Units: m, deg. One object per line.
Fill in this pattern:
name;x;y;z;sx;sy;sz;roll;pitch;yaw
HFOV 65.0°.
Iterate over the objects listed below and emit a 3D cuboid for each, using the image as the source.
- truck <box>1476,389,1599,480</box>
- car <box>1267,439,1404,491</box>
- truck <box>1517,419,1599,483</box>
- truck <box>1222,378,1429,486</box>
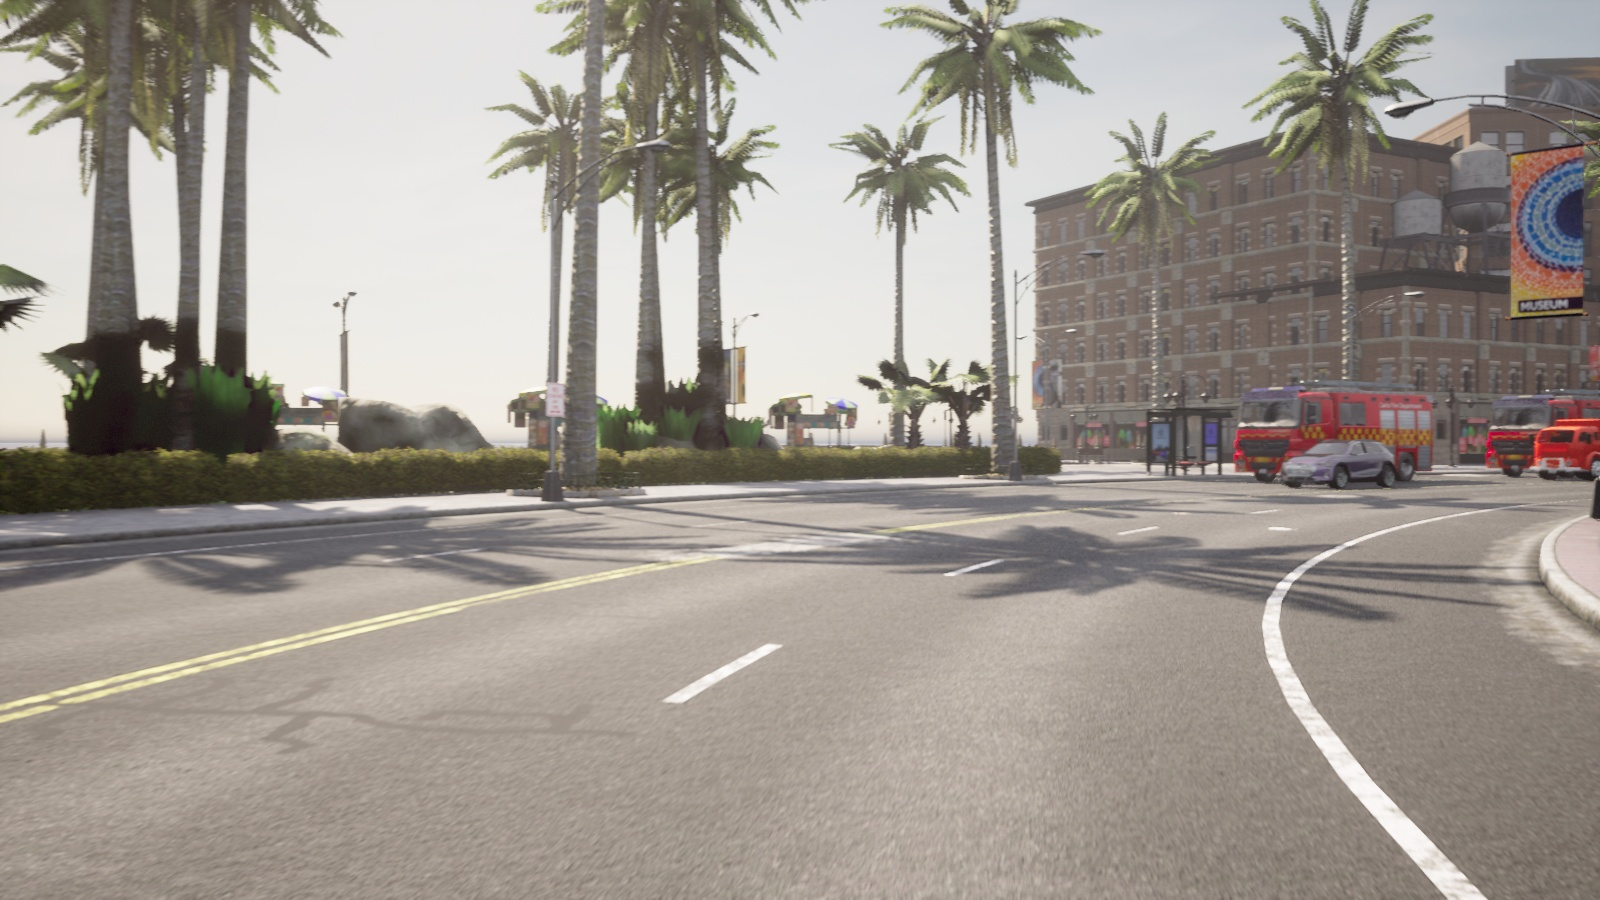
truck;34.044;-0.665;55.670;8.468;3.827;2.891;0;0;-27
car;17.986;0.475;42.091;4.856;1.649;2.033;0;0;-36
truck;31.777;0.037;50.585;5.204;2.467;2.627;0;0;-27
truck;20.154;-0.649;47.947;8.468;3.827;2.891;0;0;-32
